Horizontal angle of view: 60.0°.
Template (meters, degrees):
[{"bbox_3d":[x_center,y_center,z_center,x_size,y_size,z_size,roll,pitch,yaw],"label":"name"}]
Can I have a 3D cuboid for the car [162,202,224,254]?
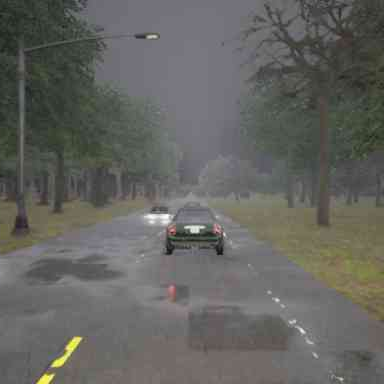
[{"bbox_3d":[0.096,1.372,13.688,2.097,1.767,4.553,0,0,0],"label":"car"}]

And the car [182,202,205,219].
[{"bbox_3d":[0.090,1.644,31.011,1.994,1.385,4.181,0,0,0],"label":"car"}]

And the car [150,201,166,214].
[{"bbox_3d":[-3.608,1.703,37.609,1.895,1.301,4.718,0,0,0],"label":"car"}]
